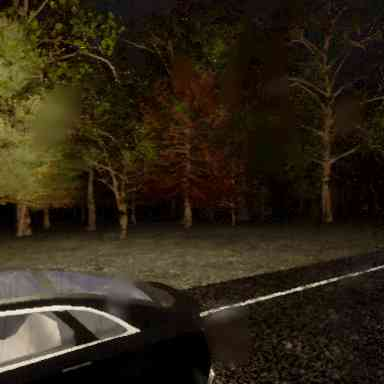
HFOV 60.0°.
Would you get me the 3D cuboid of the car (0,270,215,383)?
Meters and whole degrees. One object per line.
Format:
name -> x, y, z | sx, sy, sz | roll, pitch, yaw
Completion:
car -> -2.078, 1.490, 2.511 | 4.902, 1.511, 2.128 | 0, 0, -36
